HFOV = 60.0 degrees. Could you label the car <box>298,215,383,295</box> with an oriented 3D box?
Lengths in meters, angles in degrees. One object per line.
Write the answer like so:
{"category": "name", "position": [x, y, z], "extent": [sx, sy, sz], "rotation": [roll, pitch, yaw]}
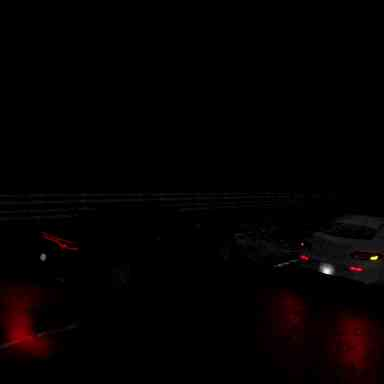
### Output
{"category": "car", "position": [4.321, 1.298, 8.125], "extent": [4.674, 1.442, 1.812], "rotation": [0, 4, -44]}

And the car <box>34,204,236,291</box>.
{"category": "car", "position": [-0.967, 1.029, 7.850], "extent": [5.008, 1.535, 1.882], "rotation": [0, 4, -44]}
